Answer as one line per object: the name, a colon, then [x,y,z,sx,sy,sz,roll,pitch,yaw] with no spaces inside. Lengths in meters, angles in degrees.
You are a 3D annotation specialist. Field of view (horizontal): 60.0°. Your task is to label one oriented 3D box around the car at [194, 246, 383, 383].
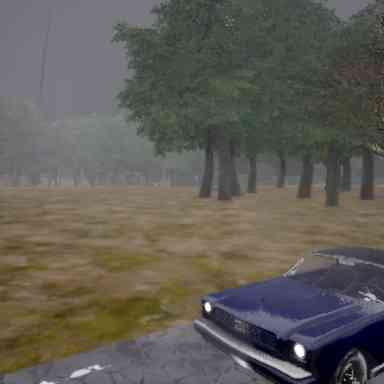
car: [2.383,1.591,4.964,4.718,1.301,1.895,0,0,-34]
